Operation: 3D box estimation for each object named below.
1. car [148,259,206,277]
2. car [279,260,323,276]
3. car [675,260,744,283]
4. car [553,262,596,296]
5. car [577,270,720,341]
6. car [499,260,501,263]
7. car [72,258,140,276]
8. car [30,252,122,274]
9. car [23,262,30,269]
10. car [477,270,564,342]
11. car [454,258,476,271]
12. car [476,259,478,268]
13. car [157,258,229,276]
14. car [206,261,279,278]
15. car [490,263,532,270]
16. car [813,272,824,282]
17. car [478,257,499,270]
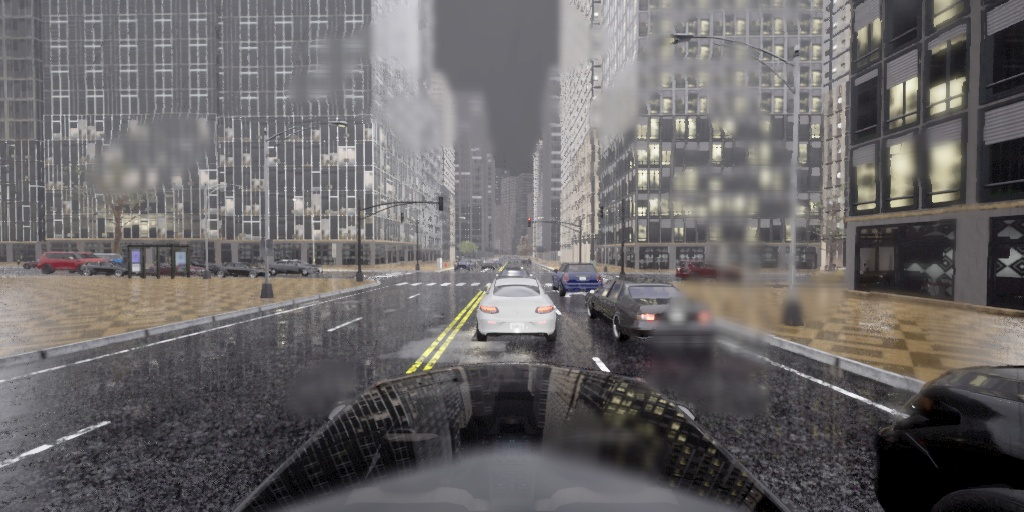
[{"bbox_3d":[-28.387,1.138,30.432,4.207,1.307,1.802,0,0,1],"label":"car"},{"bbox_3d":[-19.997,1.080,32.944,4.902,1.511,2.128,1,1,1],"label":"car"},{"bbox_3d":[16.221,1.269,29.727,5.009,1.841,2.192,0,0,1],"label":"car"},{"bbox_3d":[3.367,1.093,19.185,2.097,1.767,4.553,0,0,0],"label":"car"},{"bbox_3d":[3.360,1.293,9.800,2.033,1.411,5.357,0,0,0],"label":"car"},{"bbox_3d":[-3.268,1.304,61.006,1.895,1.301,4.718,0,0,0],"label":"car"},{"bbox_3d":[-34.067,1.069,30.611,4.313,1.339,1.948,0,0,1],"label":"car"},{"bbox_3d":[-40.467,0.624,33.384,5.566,2.045,2.150,0,1,1],"label":"car"},{"bbox_3d":[-50.932,0.793,39.404,4.207,1.307,1.802,0,0,1],"label":"car"},{"bbox_3d":[0.107,1.272,9.662,1.812,1.442,4.674,0,0,0],"label":"car"},{"bbox_3d":[-6.576,1.068,49.264,2.097,1.767,4.553,0,0,1],"label":"car"},{"bbox_3d":[-6.530,1.211,58.361,1.837,1.490,4.892,0,0,0],"label":"car"},{"bbox_3d":[-29.408,0.981,33.145,5.008,1.535,1.882,1,1,1],"label":"car"},{"bbox_3d":[-22.703,1.174,30.293,4.313,1.339,1.948,0,0,1],"label":"car"},{"bbox_3d":[0.116,1.288,18.906,2.033,1.411,5.357,0,0,0],"label":"car"},{"bbox_3d":[27.670,1.579,29.518,4.829,1.417,1.751,0,0,1],"label":"car"},{"bbox_3d":[-3.292,1.262,51.245,2.033,1.411,5.357,0,0,0],"label":"car"}]
